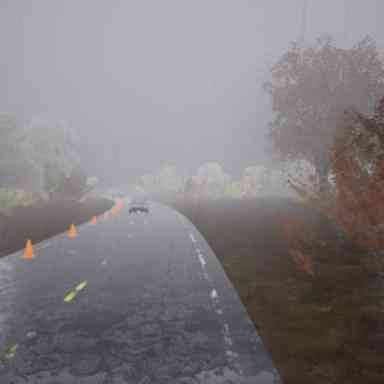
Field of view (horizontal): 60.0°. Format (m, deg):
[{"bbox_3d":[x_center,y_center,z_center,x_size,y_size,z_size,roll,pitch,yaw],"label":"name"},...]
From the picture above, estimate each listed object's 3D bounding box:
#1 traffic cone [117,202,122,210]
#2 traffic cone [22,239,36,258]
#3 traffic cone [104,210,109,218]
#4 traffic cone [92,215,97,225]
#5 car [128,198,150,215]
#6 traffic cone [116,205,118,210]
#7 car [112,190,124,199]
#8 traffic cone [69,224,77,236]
[{"bbox_3d":[-7.991,1.630,35.635,0.340,0.580,0.340,0,1,-9],"label":"traffic cone"},{"bbox_3d":[-5.417,1.857,11.059,0.340,0.580,0.340,0,1,-3],"label":"traffic cone"},{"bbox_3d":[-6.656,1.720,25.838,0.340,0.580,0.340,0,1,-7],"label":"traffic cone"},{"bbox_3d":[-6.142,1.765,20.921,0.340,0.580,0.340,0,1,-5],"label":"traffic cone"},{"bbox_3d":[-4.911,1.264,31.002,2.033,1.411,5.357,0,1,-8],"label":"car"},{"bbox_3d":[-7.273,1.675,30.743,0.340,0.580,0.340,0,1,-8],"label":"traffic cone"},{"bbox_3d":[-17.670,0.505,78.895,2.150,2.045,5.566,0,0,-22],"label":"car"},{"bbox_3d":[-5.728,1.811,15.993,0.340,0.580,0.340,0,1,-4],"label":"traffic cone"}]
